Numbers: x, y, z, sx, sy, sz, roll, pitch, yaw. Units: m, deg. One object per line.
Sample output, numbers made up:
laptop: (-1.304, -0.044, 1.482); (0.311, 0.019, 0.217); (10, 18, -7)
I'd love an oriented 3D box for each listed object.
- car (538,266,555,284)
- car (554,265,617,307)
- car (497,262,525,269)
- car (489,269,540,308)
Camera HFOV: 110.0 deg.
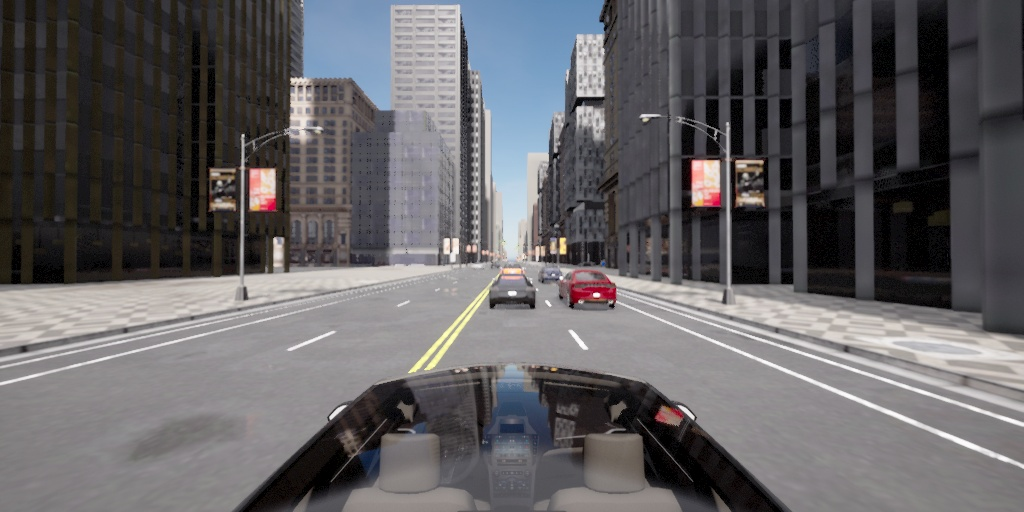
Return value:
car: (3.280, 1.575, 30.804); (2.033, 1.411, 5.357); (0, -1, 0)
car: (3.269, 1.367, 16.285); (1.882, 1.535, 5.008); (0, 0, 0)
car: (0.033, 1.379, 30.890); (2.097, 1.767, 4.553); (0, -1, 0)
car: (0.019, 1.451, 16.077); (1.994, 1.385, 4.181); (0, -1, 0)
